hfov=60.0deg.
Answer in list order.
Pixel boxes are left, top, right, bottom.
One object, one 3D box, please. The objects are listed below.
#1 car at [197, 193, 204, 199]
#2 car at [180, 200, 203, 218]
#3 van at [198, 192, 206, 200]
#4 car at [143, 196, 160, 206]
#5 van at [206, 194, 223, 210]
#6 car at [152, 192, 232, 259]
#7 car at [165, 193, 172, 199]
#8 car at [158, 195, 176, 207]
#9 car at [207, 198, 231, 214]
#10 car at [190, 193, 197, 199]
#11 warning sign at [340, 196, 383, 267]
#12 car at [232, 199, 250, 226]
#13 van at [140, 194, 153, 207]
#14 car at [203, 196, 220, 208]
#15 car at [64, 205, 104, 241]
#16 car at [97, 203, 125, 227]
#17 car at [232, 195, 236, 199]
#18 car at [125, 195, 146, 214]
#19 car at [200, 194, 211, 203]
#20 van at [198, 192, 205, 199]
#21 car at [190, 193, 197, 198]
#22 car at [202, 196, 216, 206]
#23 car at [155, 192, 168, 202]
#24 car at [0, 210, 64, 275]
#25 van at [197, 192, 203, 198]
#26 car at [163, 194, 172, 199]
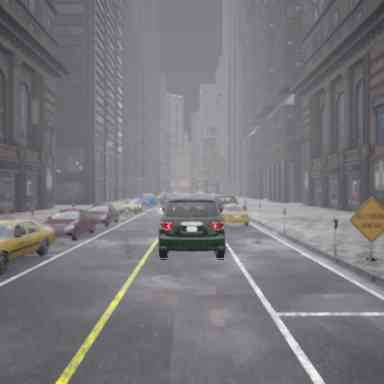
[{"bbox_3d":[2.284,1.052,89.100,1.887,1.381,4.507,0,0,0],"label":"car"},{"bbox_3d":[-0.074,1.427,29.471,1.895,1.301,4.718,0,0,0],"label":"car"},{"bbox_3d":[2.345,0.904,77.862,1.690,1.788,3.998,0,0,0],"label":"van"},{"bbox_3d":[-6.028,1.263,49.716,2.008,1.369,4.403,0,0,0],"label":"car"},{"bbox_3d":[2.558,1.116,38.535,1.690,1.788,3.998,0,0,0],"label":"van"},{"bbox_3d":[0.008,1.147,12.425,2.150,2.045,5.566,0,1,0],"label":"car"},{"bbox_3d":[-6.239,1.033,88.875,1.752,1.417,4.829,0,0,0],"label":"car"},{"bbox_3d":[-3.333,1.225,45.928,2.128,1.511,4.902,0,0,0],"label":"car"},{"bbox_3d":[2.588,1.358,32.918,2.008,1.369,4.403,0,0,0],"label":"car"},{"bbox_3d":[0.438,1.026,86.289,1.837,1.490,4.892,0,0,0],"label":"car"},{"bbox_3d":[5.020,1.057,9.310,1.300,1.860,1.060,0,0,0],"label":"warning sign"},{"bbox_3d":[2.648,1.395,21.851,1.752,1.417,4.829,0,0,0],"label":"car"},{"bbox_3d":[-5.997,1.084,44.096,1.690,1.788,3.998,0,0,0],"label":"van"},{"bbox_3d":[2.527,1.288,44.154,1.887,1.381,4.507,0,0,0],"label":"car"},{"bbox_3d":[-5.846,1.484,16.004,1.802,1.307,4.206,0,0,0],"label":"car"},{"bbox_3d":[-5.876,1.452,21.622,1.802,1.307,4.206,0,0,0],"label":"car"},{"bbox_3d":[2.618,1.154,27.298,2.192,1.841,5.009,0,0,0],"label":"car"},{"bbox_3d":[-5.936,1.333,32.689,1.752,1.417,4.829,0,0,0],"label":"car"},{"bbox_3d":[2.435,1.175,61.179,1.752,1.417,4.829,0,0,0],"label":"car"},{"bbox_3d":[2.315,0.876,83.481,1.690,1.788,3.998,0,0,0],"label":"van"},{"bbox_3d":[0.406,1.018,92.289,1.812,1.442,4.674,0,0,0],"label":"car"},{"bbox_3d":[2.497,1.257,49.772,1.887,1.381,4.507,0,0,0],"label":"car"},{"bbox_3d":[-6.119,0.936,66.569,2.192,1.841,5.009,0,0,0],"label":"car"},{"bbox_3d":[-5.814,1.461,10.215,1.752,1.417,4.829,0,0,0],"label":"car"},{"bbox_3d":[2.254,0.821,94.717,1.690,1.788,3.998,0,0,0],"label":"van"},{"bbox_3d":[-6.210,1.101,83.427,1.947,1.339,4.313,0,0,0],"label":"car"}]
